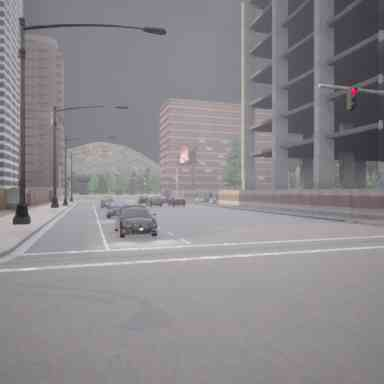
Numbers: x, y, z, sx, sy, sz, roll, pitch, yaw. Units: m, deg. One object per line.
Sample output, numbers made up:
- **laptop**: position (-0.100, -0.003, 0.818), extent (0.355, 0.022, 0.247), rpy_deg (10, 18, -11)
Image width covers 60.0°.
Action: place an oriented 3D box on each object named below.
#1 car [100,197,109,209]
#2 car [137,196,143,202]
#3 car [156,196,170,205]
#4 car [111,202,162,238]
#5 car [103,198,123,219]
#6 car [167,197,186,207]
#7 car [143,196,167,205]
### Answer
- **car**: position (-11.302, 1.492, 44.641), extent (2.128, 1.511, 4.902), rpy_deg (0, 0, -17)
- **car**: position (-8.750, 1.505, 60.403), extent (1.837, 1.490, 4.892), rpy_deg (0, 0, -17)
- **car**: position (-5.405, 1.525, 61.431), extent (1.812, 1.442, 4.674), rpy_deg (0, 0, -17)
- **car**: position (-3.116, 1.505, 17.972), extent (1.837, 1.490, 4.892), rpy_deg (0, 0, -17)
- **car**: position (-6.516, 1.525, 29.019), extent (1.812, 1.442, 4.674), rpy_deg (0, 0, -17)
- **car**: position (-2.428, 1.477, 51.756), extent (1.882, 1.535, 5.008), rpy_deg (0, 0, -17)
- **car**: position (-5.737, 1.491, 50.784), extent (2.128, 1.511, 4.902), rpy_deg (0, 0, -17)
